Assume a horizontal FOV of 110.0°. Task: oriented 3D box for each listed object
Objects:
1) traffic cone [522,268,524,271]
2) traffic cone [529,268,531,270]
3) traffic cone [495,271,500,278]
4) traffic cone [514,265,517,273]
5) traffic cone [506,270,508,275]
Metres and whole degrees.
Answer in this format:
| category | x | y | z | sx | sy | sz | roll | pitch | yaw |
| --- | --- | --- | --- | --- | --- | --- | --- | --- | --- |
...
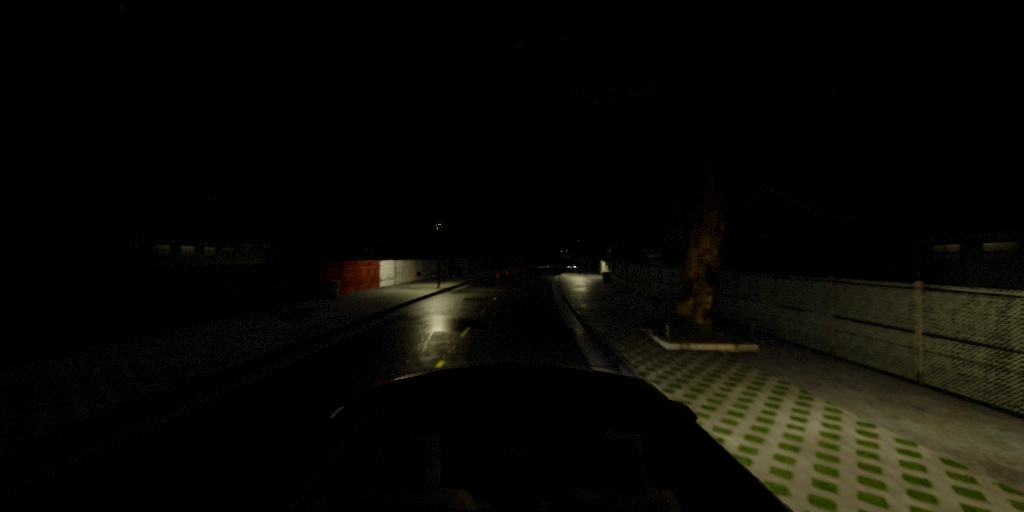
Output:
| category | x | y | z | sx | sy | sz | roll | pitch | yaw |
| --- | --- | --- | --- | --- | --- | --- | --- | --- | --- |
| traffic cone | 1.496 | 1.767 | 48.526 | 0.340 | 0.580 | 0.340 | 0 | 0 | 13 |
| traffic cone | 2.684 | 1.781 | 53.444 | 0.340 | 0.580 | 0.340 | 0 | 0 | 14 |
| traffic cone | -1.362 | 1.732 | 33.624 | 0.340 | 0.580 | 0.340 | 0 | 0 | 9 |
| traffic cone | 0.425 | 1.754 | 43.582 | 0.340 | 0.580 | 0.340 | 0 | 0 | 12 |
| traffic cone | -0.528 | 1.743 | 38.614 | 0.340 | 0.580 | 0.340 | 0 | 0 | 10 |
